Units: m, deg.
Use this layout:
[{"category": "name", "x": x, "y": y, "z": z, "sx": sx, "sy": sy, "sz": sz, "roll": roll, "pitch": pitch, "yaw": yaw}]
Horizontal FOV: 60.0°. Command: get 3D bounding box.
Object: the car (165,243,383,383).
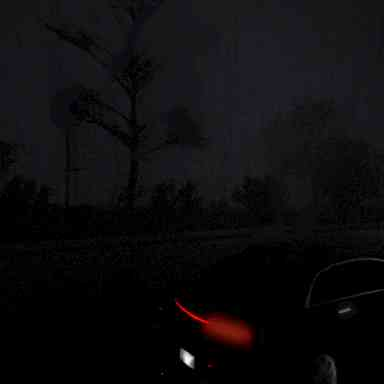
[{"category": "car", "x": 1.969, "y": 1.527, "z": 4.865, "sx": 4.892, "sy": 1.490, "sz": 1.837, "roll": 1, "pitch": 0, "yaw": -33}]
